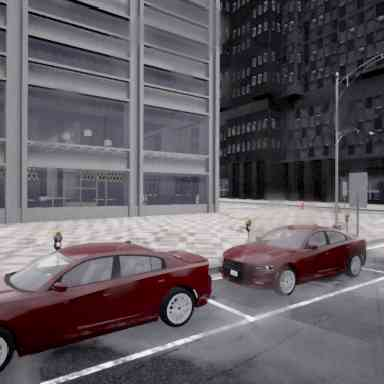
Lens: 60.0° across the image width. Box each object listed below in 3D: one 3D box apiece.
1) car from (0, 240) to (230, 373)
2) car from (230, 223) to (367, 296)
[{"bbox_3d":[-1.739,1.545,5.426,4.507,1.381,1.887,0,0,-36],"label":"car"},{"bbox_3d":[2.754,1.545,8.642,4.507,1.381,1.887,0,0,-36],"label":"car"}]
